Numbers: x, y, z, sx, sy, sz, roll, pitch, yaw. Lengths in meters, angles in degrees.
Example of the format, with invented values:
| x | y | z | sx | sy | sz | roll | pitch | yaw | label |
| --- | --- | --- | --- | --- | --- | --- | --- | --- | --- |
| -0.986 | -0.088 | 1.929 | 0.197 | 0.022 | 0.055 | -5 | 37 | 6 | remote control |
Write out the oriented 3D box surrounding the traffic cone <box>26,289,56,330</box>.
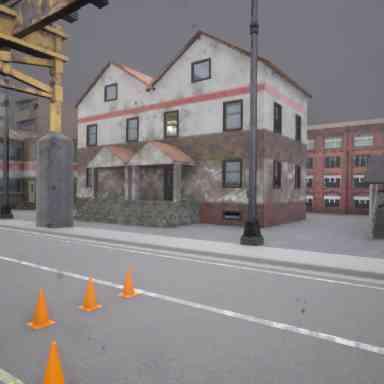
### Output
| x | y | z | sx | sy | sz | roll | pitch | yaw | label |
| --- | --- | --- | --- | --- | --- | --- | --- | --- | --- |
| -2.557 | 1.949 | 5.638 | 0.340 | 0.580 | 0.340 | 0 | 0 | 36 | traffic cone |

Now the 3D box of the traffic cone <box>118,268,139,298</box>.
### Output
| x | y | z | sx | sy | sz | roll | pitch | yaw | label |
| --- | --- | --- | --- | --- | --- | --- | --- | --- | --- |
| -1.386 | 1.949 | 7.260 | 0.340 | 0.580 | 0.340 | 0 | 0 | 36 | traffic cone |

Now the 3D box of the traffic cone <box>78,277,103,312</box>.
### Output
| x | y | z | sx | sy | sz | roll | pitch | yaw | label |
| --- | --- | --- | --- | --- | --- | --- | --- | --- | --- |
| -1.972 | 1.949 | 6.449 | 0.340 | 0.580 | 0.340 | 0 | 0 | 36 | traffic cone |

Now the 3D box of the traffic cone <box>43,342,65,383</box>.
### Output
| x | y | z | sx | sy | sz | roll | pitch | yaw | label |
| --- | --- | --- | --- | --- | --- | --- | --- | --- | --- |
| -1.520 | 1.952 | 3.657 | 0.340 | 0.580 | 0.340 | 0 | 0 | 36 | traffic cone |
